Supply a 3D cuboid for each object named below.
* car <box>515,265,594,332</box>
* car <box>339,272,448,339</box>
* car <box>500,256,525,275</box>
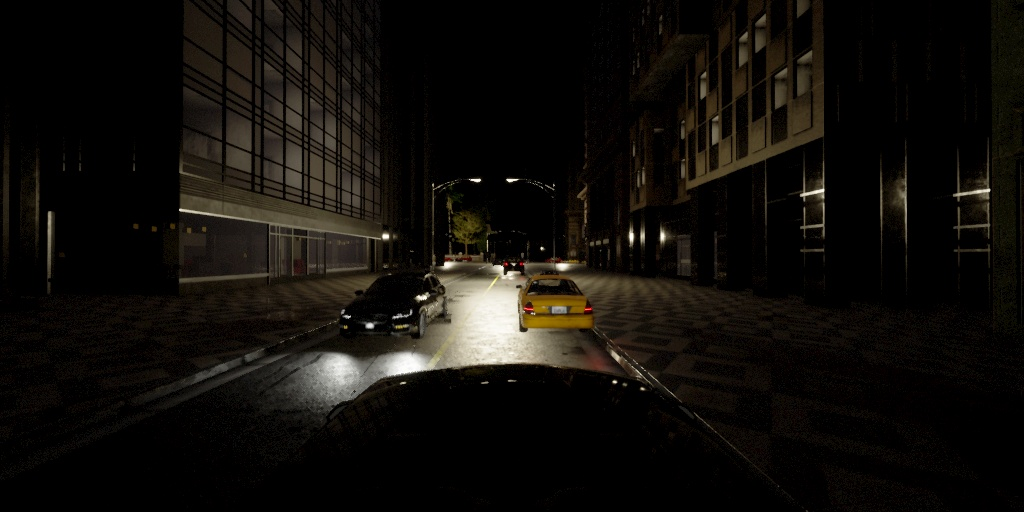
[{"bbox_3d":[1.089,1.206,10.740,1.801,1.575,5.366,0,0,0],"label":"car"},{"bbox_3d":[-3.065,1.255,10.186,1.837,1.490,4.892,0,0,0],"label":"car"},{"bbox_3d":[0.233,0.976,38.290,2.150,2.045,5.566,0,0,1],"label":"car"}]
